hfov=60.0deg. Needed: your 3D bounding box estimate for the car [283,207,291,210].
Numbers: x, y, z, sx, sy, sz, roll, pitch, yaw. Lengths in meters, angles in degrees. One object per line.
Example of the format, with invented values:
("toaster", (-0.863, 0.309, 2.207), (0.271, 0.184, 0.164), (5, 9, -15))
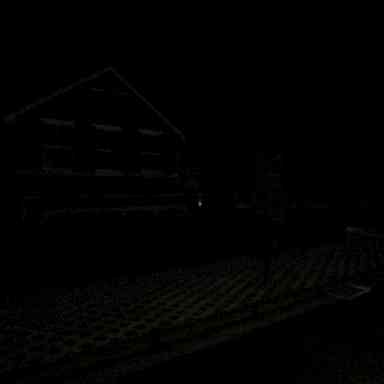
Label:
("car", (7.124, 1.961, 26.399), (1.837, 1.490, 4.892), (-1, -1, -44))
